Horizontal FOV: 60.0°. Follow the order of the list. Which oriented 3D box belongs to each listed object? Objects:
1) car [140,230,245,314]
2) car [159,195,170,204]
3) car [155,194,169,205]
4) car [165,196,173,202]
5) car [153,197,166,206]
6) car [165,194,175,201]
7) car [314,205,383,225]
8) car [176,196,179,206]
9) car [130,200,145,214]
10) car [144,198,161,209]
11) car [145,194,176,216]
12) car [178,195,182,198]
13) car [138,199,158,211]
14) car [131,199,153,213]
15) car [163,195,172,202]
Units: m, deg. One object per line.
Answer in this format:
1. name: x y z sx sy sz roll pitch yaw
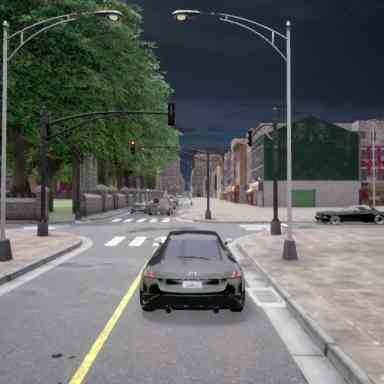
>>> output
1. car: 0.024 1.567 7.730 1.994 1.385 4.181 0 0 1
2. car: -5.853 1.563 70.283 1.967 1.590 4.097 1 0 -1
3. car: -5.799 1.417 64.833 2.192 1.841 5.009 1 0 -1
4. car: -6.007 1.726 86.462 1.752 1.417 4.829 1 0 -1
5. car: -5.753 1.666 59.382 1.802 1.307 4.206 1 0 -1
6. car: -6.056 1.548 92.084 2.192 1.841 5.009 1 0 -1
7. car: 10.875 1.551 22.580 4.718 1.301 1.895 -1 -1 0
8. car: -3.065 1.570 43.378 1.812 1.442 4.674 0 0 0
9. car: -5.559 1.582 35.897 2.008 1.369 4.403 1 0 -1
10. car: -5.650 1.620 48.482 1.947 1.339 4.313 1 0 -1
11. car: -3.049 1.379 33.193 2.097 1.767 4.553 0 0 1
12. car: -3.177 1.579 55.733 1.837 1.490 4.892 0 0 0
13. car: -5.598 1.594 43.032 2.008 1.369 4.403 1 0 -1
14. car: -5.601 1.560 37.871 1.752 1.417 4.829 1 0 -1
15. car: -5.955 1.613 81.182 1.967 1.590 4.097 1 0 -1
